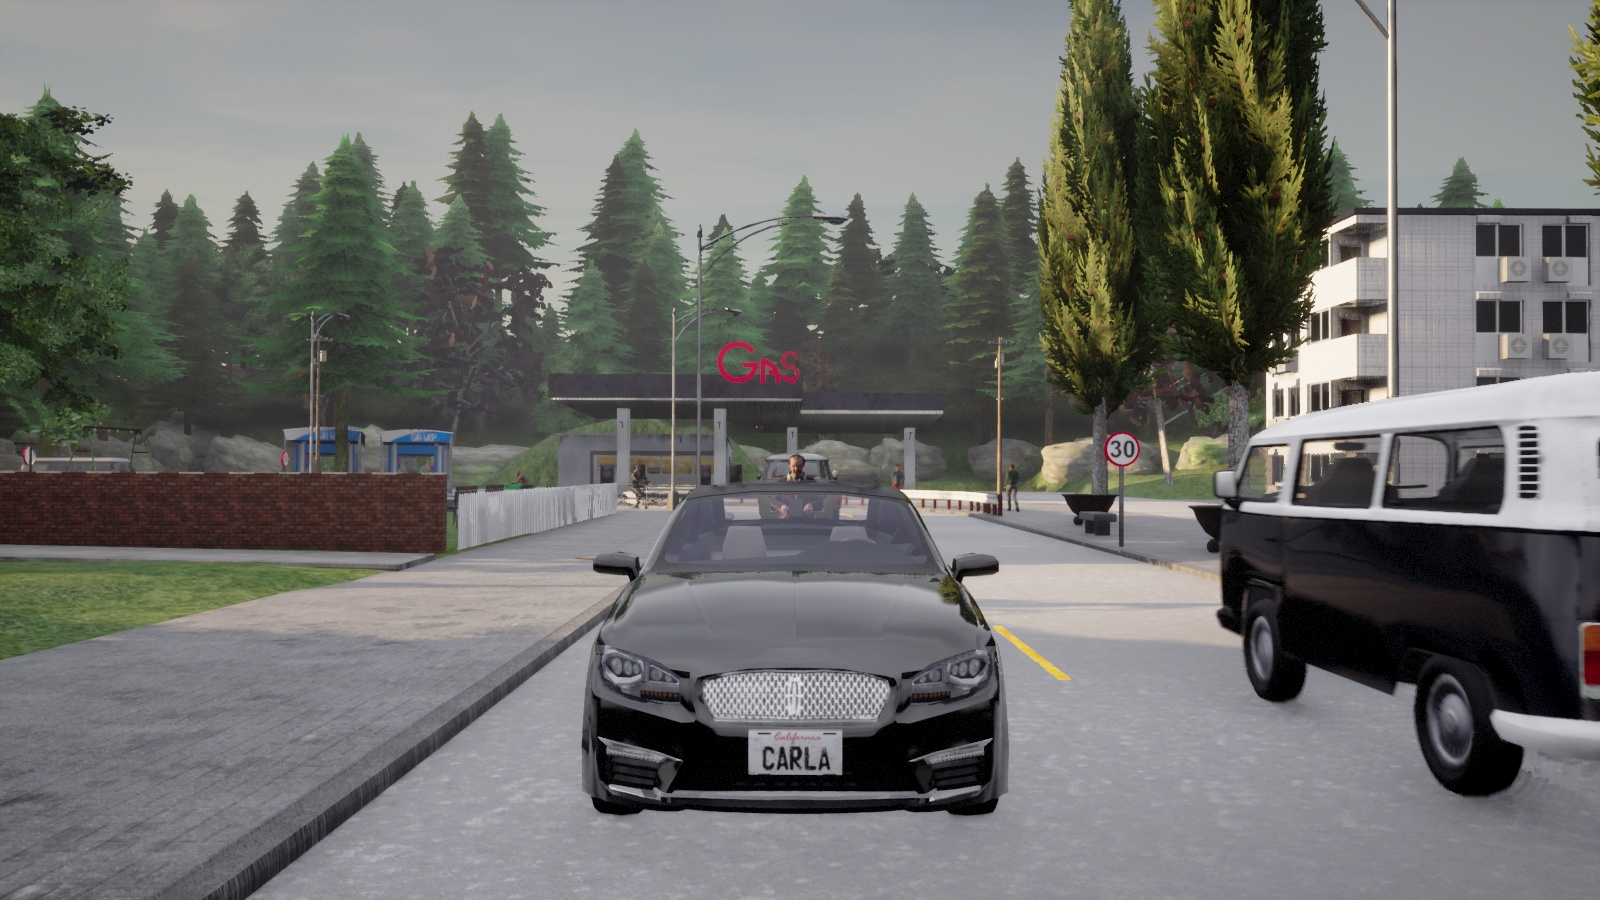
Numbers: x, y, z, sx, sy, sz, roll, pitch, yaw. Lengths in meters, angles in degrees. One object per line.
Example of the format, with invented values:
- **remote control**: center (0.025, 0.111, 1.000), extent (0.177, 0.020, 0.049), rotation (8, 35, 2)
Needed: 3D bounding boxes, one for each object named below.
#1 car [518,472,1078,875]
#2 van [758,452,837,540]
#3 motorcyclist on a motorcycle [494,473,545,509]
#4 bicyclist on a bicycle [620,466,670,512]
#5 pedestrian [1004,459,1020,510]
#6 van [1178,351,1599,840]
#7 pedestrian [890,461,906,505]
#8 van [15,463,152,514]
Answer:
- **car**: center (-0.017, 0.892, 7.230), extent (2.128, 1.511, 4.902), rotation (0, -1, 0)
- **van**: center (-0.066, 1.082, 30.718), extent (1.775, 1.987, 4.442), rotation (0, -1, 0)
- **motorcyclist on a motorcycle**: center (-12.106, 1.753, 54.216), extent (2.044, 1.523, 0.797), rotation (0, -1, 0)
- **bicyclist on a bicycle**: center (-6.121, 1.541, 49.598), extent (1.843, 1.776, 0.659), rotation (-1, 0, 16)
- **pedestrian**: center (7.730, 1.261, 45.843), extent (0.353, 1.847, 0.614), rotation (0, -1, -11)
- **van**: center (3.982, 0.646, 7.498), extent (2.069, 2.038, 4.480), rotation (0, -1, 0)
- **pedestrian**: center (4.163, 1.401, 53.336), extent (0.353, 1.847, 0.614), rotation (1, -1, -37)
- **van**: center (-28.570, 1.522, 50.124), extent (4.442, 1.987, 1.775), rotation (0, -1, 0)
